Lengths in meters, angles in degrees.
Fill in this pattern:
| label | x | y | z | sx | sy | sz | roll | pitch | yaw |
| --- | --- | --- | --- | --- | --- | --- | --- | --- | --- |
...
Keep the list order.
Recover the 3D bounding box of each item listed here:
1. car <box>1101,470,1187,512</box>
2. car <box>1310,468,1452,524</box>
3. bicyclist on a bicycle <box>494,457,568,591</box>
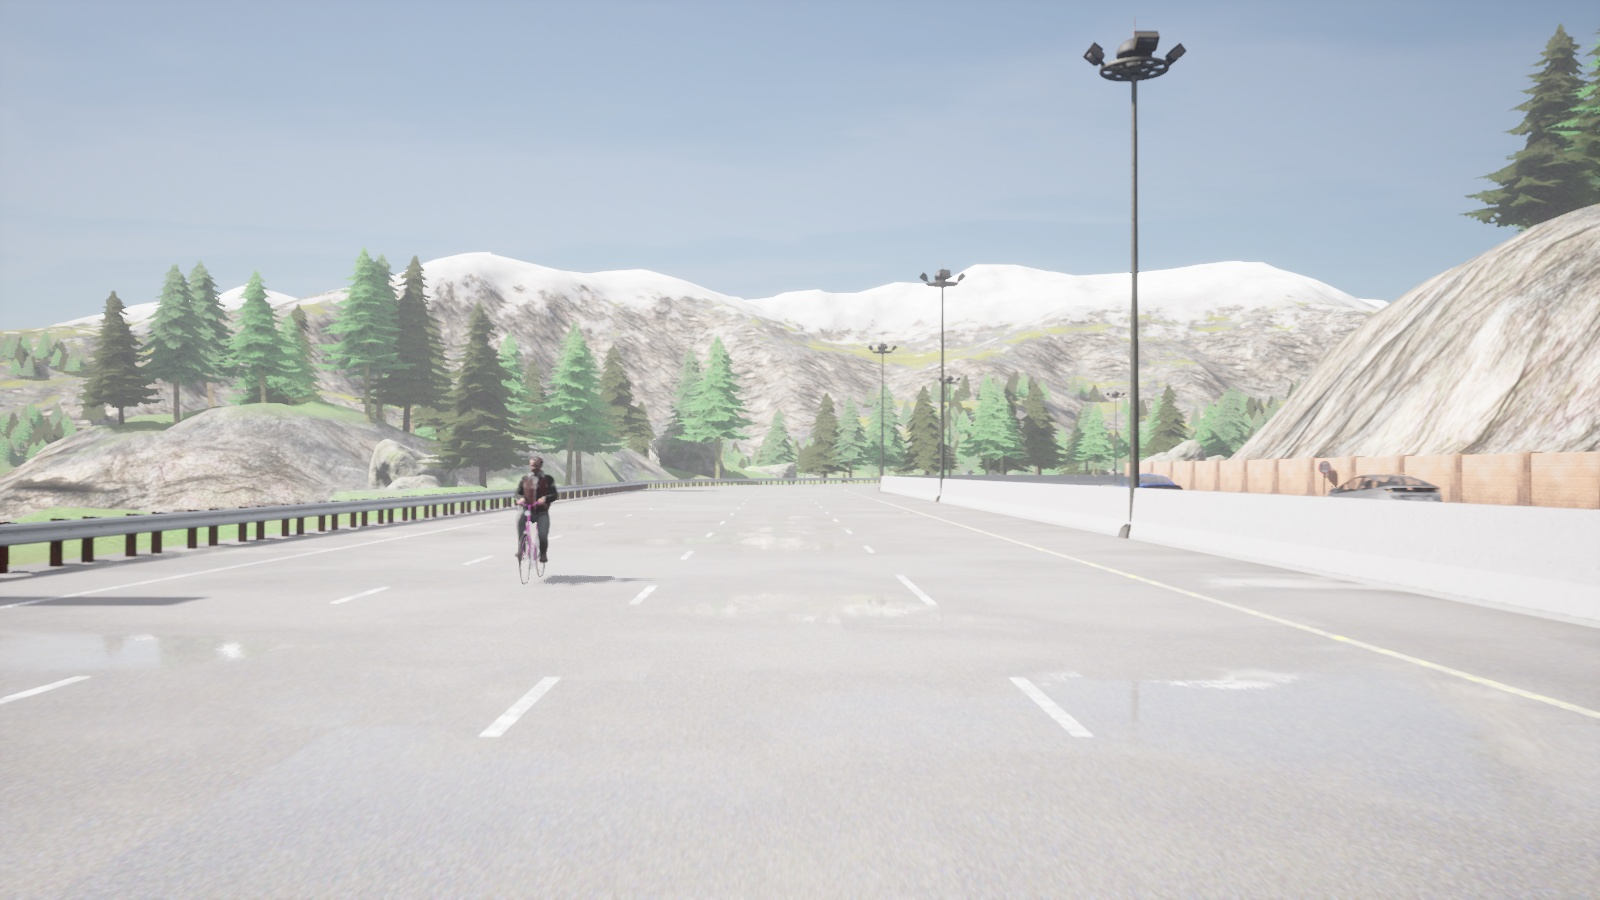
| label | x | y | z | sx | sy | sz | roll | pitch | yaw |
| --- | --- | --- | --- | --- | --- | --- | --- | --- | --- |
| car | 13.252 | 1.553 | 48.705 | 1.882 | 1.535 | 5.008 | 0 | -1 | -1 |
| car | 16.949 | 1.310 | 36.905 | 2.007 | 1.525 | 4.514 | 0 | -1 | -1 |
| bicyclist on a bicycle | -3.732 | 0.995 | 17.560 | 0.659 | 1.776 | 1.843 | 0 | -1 | -1 |
